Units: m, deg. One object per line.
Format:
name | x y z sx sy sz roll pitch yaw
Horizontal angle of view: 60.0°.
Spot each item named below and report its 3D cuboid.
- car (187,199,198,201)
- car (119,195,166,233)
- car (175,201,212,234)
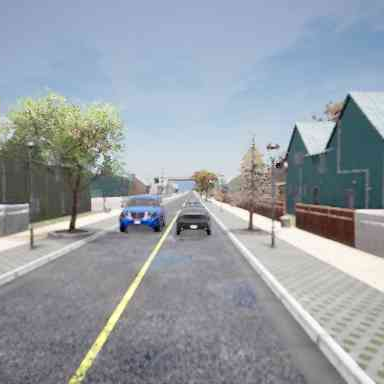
car | 0.070 1.526 41.932 2.033 1.411 5.357 0 0 0
car | -2.785 1.214 19.834 2.150 2.045 5.566 0 0 0
car | 0.086 1.493 19.096 1.837 1.490 4.892 0 0 0
